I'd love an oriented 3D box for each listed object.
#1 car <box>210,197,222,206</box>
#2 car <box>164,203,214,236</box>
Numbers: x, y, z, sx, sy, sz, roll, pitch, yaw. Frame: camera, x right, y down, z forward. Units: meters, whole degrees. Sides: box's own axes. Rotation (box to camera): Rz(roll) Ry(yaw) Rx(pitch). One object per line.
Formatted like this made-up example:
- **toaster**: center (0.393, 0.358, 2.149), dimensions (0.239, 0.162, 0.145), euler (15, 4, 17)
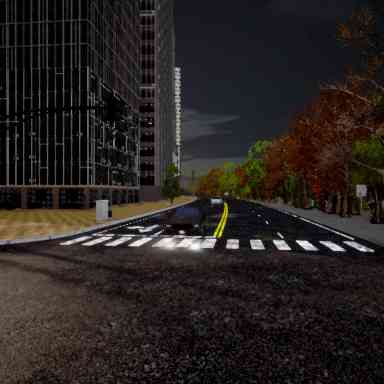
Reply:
- **car**: center (4.190, 1.511, 57.049), dimensions (1.812, 1.442, 4.674), euler (0, 0, 5)
- **car**: center (-0.142, 1.552, 18.672), dimensions (2.033, 1.411, 5.357), euler (0, 0, 8)
